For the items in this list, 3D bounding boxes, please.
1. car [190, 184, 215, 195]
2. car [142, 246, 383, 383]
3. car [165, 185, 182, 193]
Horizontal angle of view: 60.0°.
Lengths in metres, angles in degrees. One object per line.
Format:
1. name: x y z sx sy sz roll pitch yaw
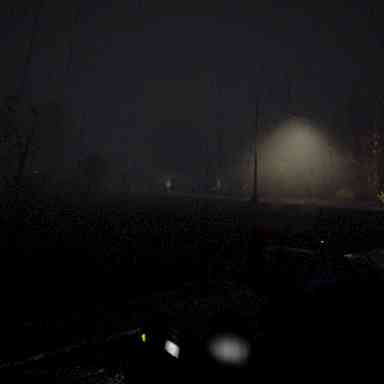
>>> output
1. car: 1.982 -0.516 61.106 2.150 2.045 5.566 0 2 -36
2. car: 1.400 1.563 4.873 4.181 1.385 1.994 0 0 -36
3. car: -4.084 -0.696 69.553 1.882 1.535 5.008 0 2 -36
